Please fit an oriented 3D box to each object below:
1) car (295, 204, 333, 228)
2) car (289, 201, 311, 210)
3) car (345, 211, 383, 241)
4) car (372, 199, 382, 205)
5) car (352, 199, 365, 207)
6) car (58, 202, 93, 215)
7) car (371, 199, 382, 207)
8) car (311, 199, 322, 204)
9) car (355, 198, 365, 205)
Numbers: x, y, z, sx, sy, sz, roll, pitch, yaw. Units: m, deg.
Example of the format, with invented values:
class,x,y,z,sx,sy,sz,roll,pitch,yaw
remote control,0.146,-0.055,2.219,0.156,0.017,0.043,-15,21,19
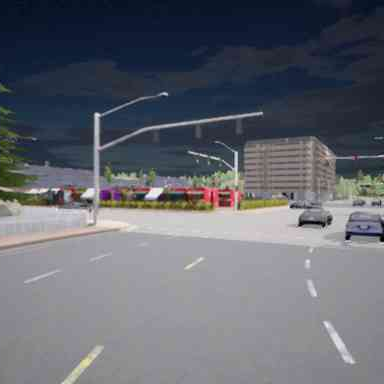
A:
class,x,y,z,sx,sy,sz,roll,pitch,yaw
car,9.431,1.865,25.296,1.994,1.385,4.181,0,-1,29
car,17.109,2.081,53.247,2.033,1.411,5.357,0,-1,30
car,9.441,1.768,18.171,2.033,1.411,5.357,0,-1,29
car,43.358,2.266,77.932,2.033,1.411,5.357,0,-1,30
car,35.225,2.320,70.746,2.033,1.411,5.357,0,-1,30
car,-13.417,1.841,38.262,4.181,1.385,1.994,0,-1,30
car,38.265,2.309,69.011,1.812,1.442,4.674,0,-1,30
car,24.816,2.190,66.632,1.837,1.490,4.892,0,-1,30
car,40.319,2.273,79.668,1.994,1.385,4.181,0,-1,30
